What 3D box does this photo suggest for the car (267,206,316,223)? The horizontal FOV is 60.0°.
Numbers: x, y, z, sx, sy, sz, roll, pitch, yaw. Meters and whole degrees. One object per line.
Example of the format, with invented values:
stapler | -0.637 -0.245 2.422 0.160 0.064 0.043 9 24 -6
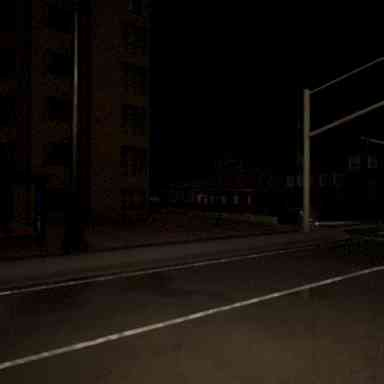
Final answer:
car | 9.154 2.030 30.953 2.097 1.767 4.553 0 -5 -36
